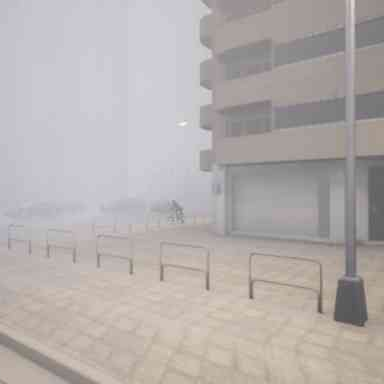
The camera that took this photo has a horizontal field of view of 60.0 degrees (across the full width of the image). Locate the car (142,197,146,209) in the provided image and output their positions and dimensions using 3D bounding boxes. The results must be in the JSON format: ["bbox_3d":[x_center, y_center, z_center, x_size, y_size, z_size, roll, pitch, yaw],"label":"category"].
[{"bbox_3d":[-8.238,1.465,44.553,2.097,1.767,4.553,0,0,36],"label":"car"}]

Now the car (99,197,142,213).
[{"bbox_3d":[-8.438,1.611,38.265,1.837,1.490,4.892,0,0,36],"label":"car"}]

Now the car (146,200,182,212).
[{"bbox_3d":[-3.005,1.667,39.568,1.994,1.385,4.181,0,0,35],"label":"car"}]

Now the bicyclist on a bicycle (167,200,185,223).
[{"bbox_3d":[-1.168,1.386,23.510,1.656,1.620,0.582,0,0,35],"label":"bicyclist on a bicycle"}]

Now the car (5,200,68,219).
[{"bbox_3d":[-14.227,1.606,30.127,1.837,1.490,4.892,0,0,35],"label":"car"}]

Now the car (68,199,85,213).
[{"bbox_3d":[-14.146,1.586,36.288,1.882,1.535,5.008,0,0,36],"label":"car"}]
